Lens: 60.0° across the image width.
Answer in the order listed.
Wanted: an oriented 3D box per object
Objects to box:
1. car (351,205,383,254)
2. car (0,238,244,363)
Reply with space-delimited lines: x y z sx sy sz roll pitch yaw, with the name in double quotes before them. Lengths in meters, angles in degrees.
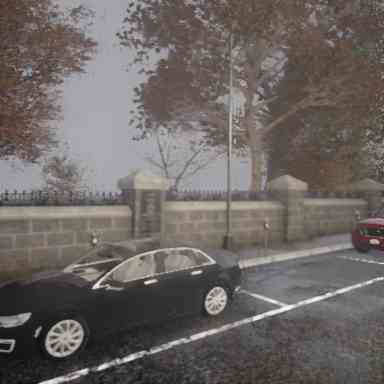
"car" 7.949 1.286 12.197 5.009 1.841 2.192 0 1 -35
"car" -1.051 1.545 5.791 4.403 1.369 2.008 0 1 -35
